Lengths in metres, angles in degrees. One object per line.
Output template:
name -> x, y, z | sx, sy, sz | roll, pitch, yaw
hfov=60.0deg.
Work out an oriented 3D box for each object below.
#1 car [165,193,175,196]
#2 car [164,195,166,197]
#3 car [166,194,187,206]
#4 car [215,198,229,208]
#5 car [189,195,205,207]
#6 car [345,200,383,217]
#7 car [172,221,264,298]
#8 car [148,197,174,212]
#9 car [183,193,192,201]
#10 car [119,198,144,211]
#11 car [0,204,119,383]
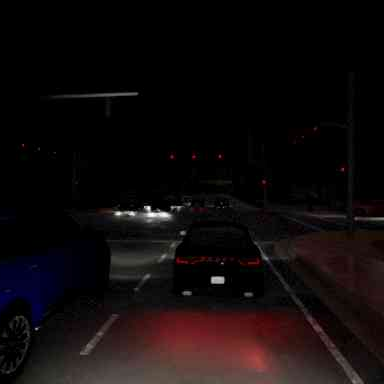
car -> -4.540, 1.212, 69.839 | 2.150, 2.045, 5.566 | 0, 0, 5
car -> -5.893, 1.591, 54.514 | 1.895, 1.301, 4.718 | 0, 0, 5
car -> -2.489, 1.537, 53.271 | 2.033, 1.411, 5.357 | 0, 0, 5
car -> 4.342, 1.555, 48.654 | 1.994, 1.385, 4.181 | 0, 0, 5
car -> 0.974, 1.516, 50.363 | 1.812, 1.442, 4.674 | 0, 0, 5
car -> 16.950, 1.472, 30.942 | 5.008, 1.535, 1.882 | 0, 0, 5
car -> 0.654, 1.476, 8.615 | 1.882, 1.535, 5.008 | 0, 0, 4
car -> -3.651, 1.594, 39.288 | 1.895, 1.301, 4.718 | 0, 0, 5
car -> -1.102, 1.210, 68.947 | 2.150, 2.045, 5.566 | 0, 0, 5
car -> -7.401, 1.470, 40.652 | 1.882, 1.535, 5.008 | 0, 0, 10
car -> -3.069, 1.221, 5.509 | 2.150, 2.045, 5.566 | 0, 0, 3
